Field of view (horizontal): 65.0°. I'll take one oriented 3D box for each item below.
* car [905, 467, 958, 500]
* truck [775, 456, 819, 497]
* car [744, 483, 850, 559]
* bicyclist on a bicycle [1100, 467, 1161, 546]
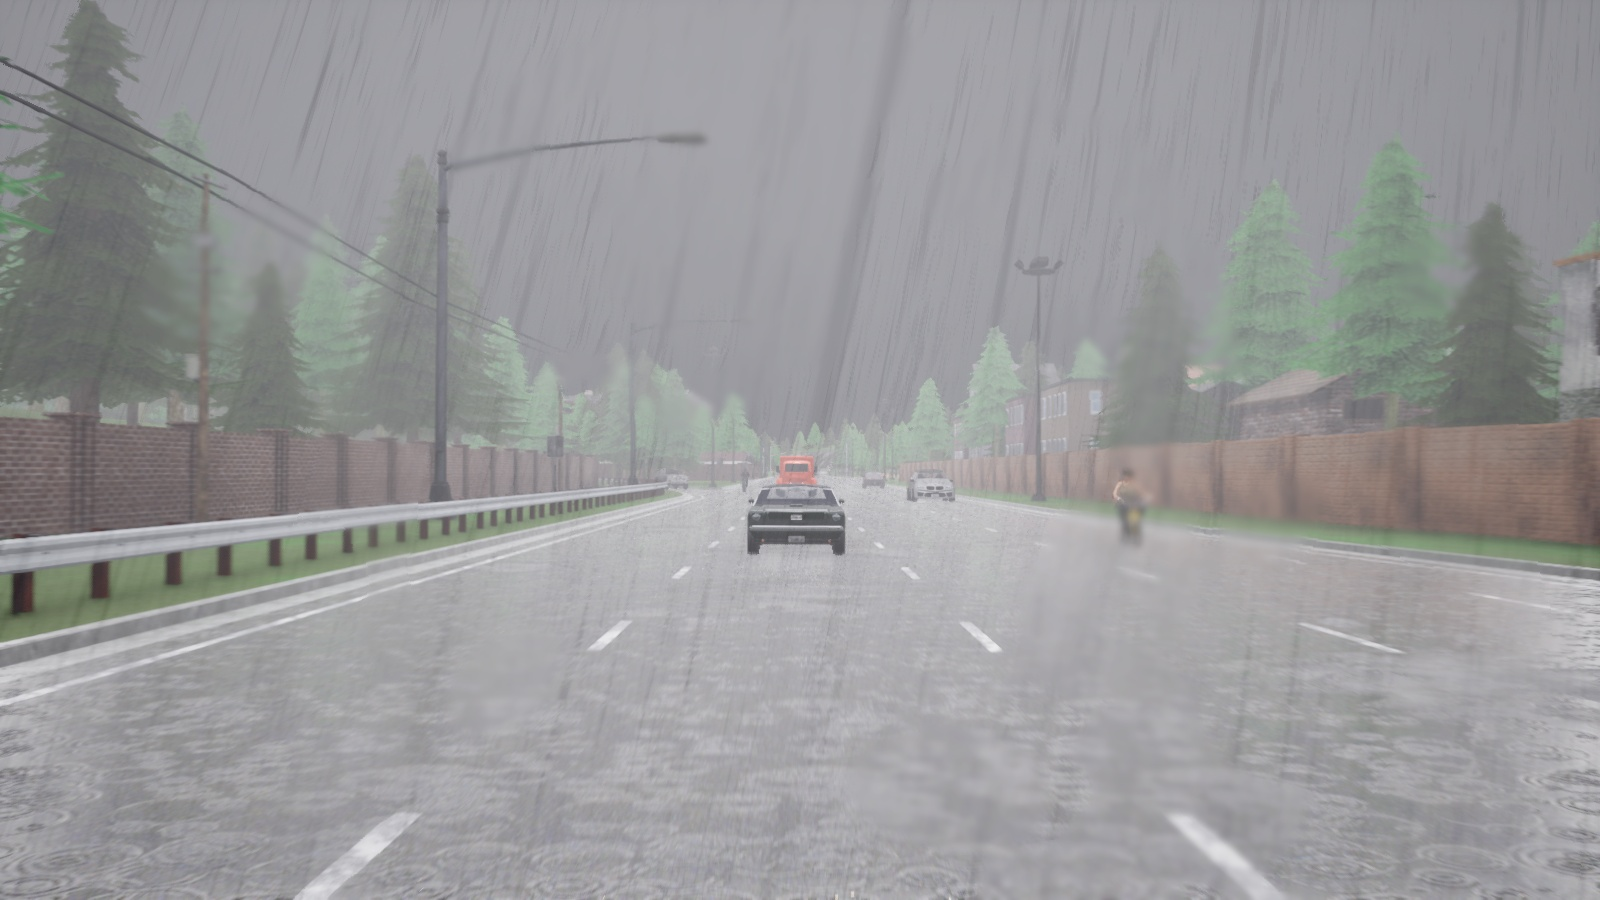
[{"bbox_3d":[6.839,1.727,65.688,2.242,1.667,4.611,0,-1,0],"label":"car"},{"bbox_3d":[-0.190,1.618,77.343,2.627,2.467,5.204,0,-1,0],"label":"truck"},{"bbox_3d":[-0.060,1.330,24.851,1.895,1.301,4.718,0,-1,0],"label":"car"},{"bbox_3d":[6.940,1.164,26.437,0.866,1.612,1.509,0,-1,0],"label":"bicyclist on a bicycle"}]
